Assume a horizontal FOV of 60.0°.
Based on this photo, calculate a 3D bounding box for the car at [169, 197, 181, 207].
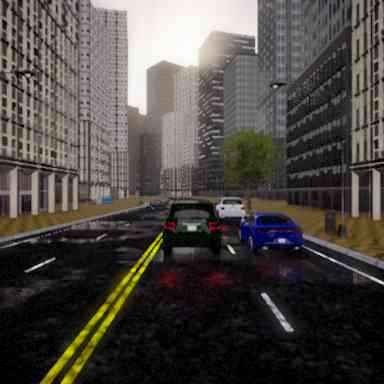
[{"bbox_3d":[-3.302,1.892,64.129,2.097,1.767,4.553,0,0,1],"label":"car"}]

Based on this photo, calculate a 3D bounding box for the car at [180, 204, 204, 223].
[{"bbox_3d":[-0.003,1.829,29.310,1.994,1.385,4.181,0,0,0],"label":"car"}]

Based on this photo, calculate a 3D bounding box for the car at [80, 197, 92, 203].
[{"bbox_3d":[-28.209,2.087,86.749,4.507,1.381,1.887,0,0,1],"label":"car"}]

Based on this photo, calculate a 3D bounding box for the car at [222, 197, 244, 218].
[{"bbox_3d":[3.246,1.479,29.028,2.150,2.045,5.566,0,0,0],"label":"car"}]

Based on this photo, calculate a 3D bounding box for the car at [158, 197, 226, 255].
[{"bbox_3d":[-0.002,1.346,14.010,2.150,2.045,5.566,0,0,0],"label":"car"}]

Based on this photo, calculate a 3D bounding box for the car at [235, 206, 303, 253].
[{"bbox_3d":[3.253,1.611,14.473,1.882,1.535,5.008,0,0,0],"label":"car"}]

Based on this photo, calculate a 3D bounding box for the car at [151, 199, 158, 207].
[{"bbox_3d":[-6.551,2.079,62.997,2.033,1.411,5.357,0,0,1],"label":"car"}]

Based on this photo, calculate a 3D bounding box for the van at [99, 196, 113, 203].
[{"bbox_3d":[-22.670,1.909,86.704,3.998,1.788,1.690,0,0,1],"label":"van"}]
